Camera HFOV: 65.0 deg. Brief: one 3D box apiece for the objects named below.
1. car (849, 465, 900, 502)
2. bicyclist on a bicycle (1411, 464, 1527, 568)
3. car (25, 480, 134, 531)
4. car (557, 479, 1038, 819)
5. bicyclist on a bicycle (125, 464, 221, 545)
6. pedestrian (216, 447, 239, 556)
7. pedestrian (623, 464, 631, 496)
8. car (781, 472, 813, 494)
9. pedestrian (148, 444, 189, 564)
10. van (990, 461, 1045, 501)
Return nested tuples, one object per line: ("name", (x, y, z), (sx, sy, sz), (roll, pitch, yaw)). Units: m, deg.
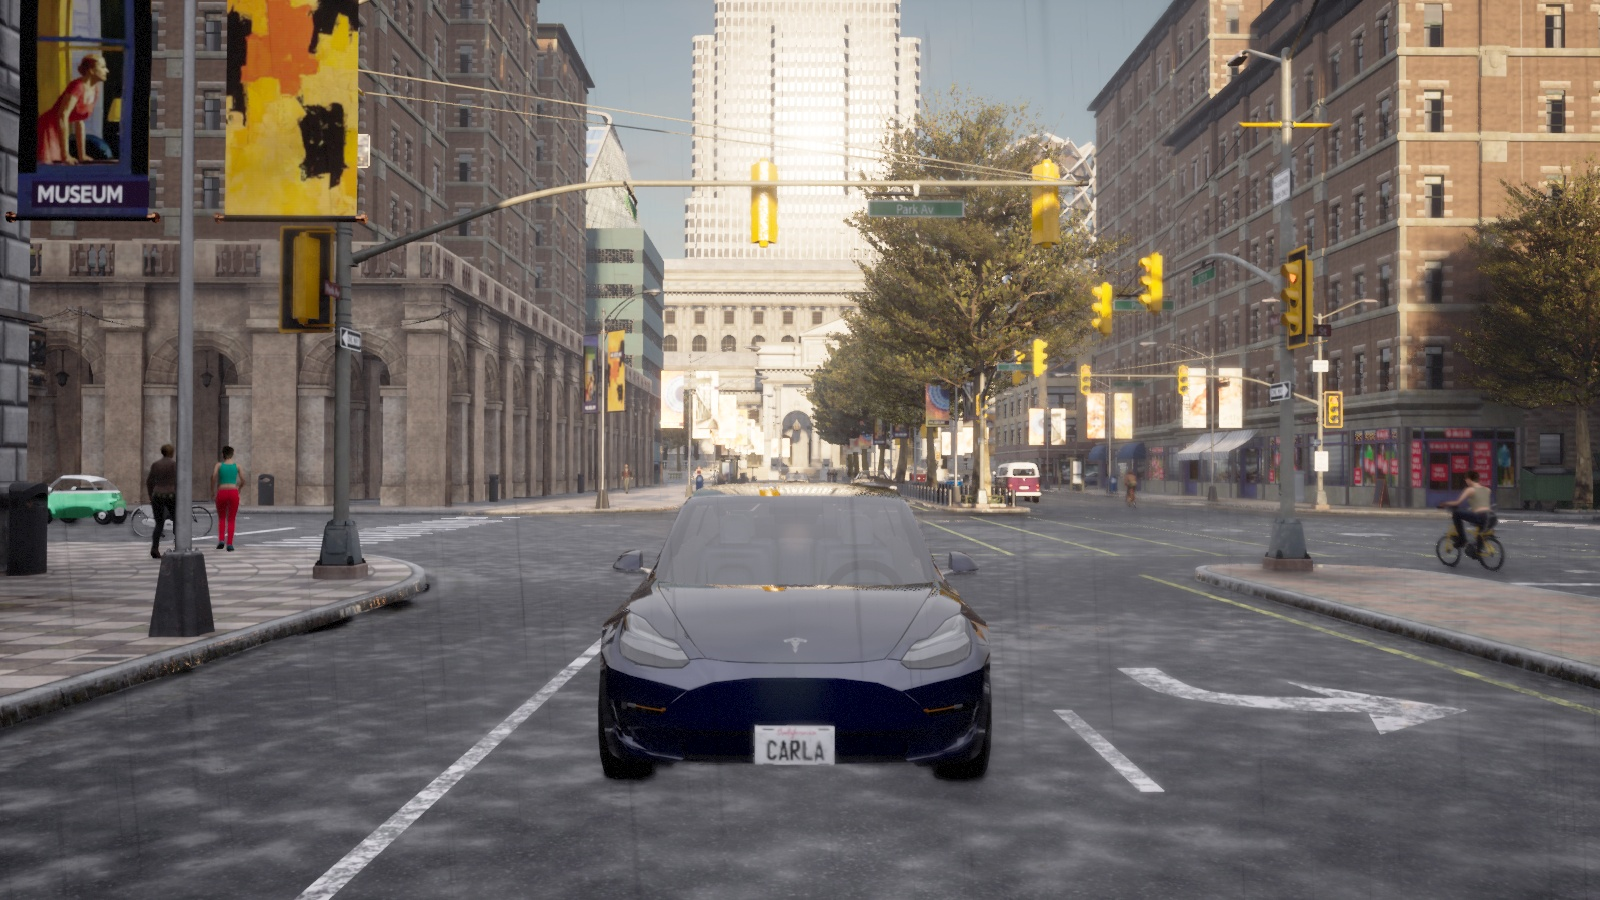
("car", (3.435, 1.567, 58.898), (2.152, 1.651, 5.027), (0, -1, 1))
("bicyclist on a bicycle", (10.874, 1.051, 20.465), (0.866, 1.612, 1.509), (-1, -1, -12))
("car", (-20.186, 1.541, 35.250), (2.207, 1.376, 1.481), (0, -1, -1))
("car", (-0.020, 0.950, 8.059), (2.163, 1.488, 4.792), (0, -1, 0))
("bicyclist on a bicycle", (-14.120, 1.216, 28.301), (1.843, 1.776, 0.659), (-1, -1, 0))
("pedestrian", (-9.839, 0.872, 21.588), (0.345, 1.836, 0.594), (0, -1, -23))
("pedestrian", (-10.233, 1.754, 74.095), (0.376, 1.854, 0.720), (0, -1, 0))
("car", (-0.210, 2.275, 87.123), (2.163, 1.488, 4.792), (0, -1, 0))
("pedestrian", (-9.947, 0.843, 19.786), (0.331, 1.846, 0.634), (0, -1, -2))
("van", (11.341, 1.594, 65.721), (2.069, 2.038, 4.480), (0, -1, 0))
